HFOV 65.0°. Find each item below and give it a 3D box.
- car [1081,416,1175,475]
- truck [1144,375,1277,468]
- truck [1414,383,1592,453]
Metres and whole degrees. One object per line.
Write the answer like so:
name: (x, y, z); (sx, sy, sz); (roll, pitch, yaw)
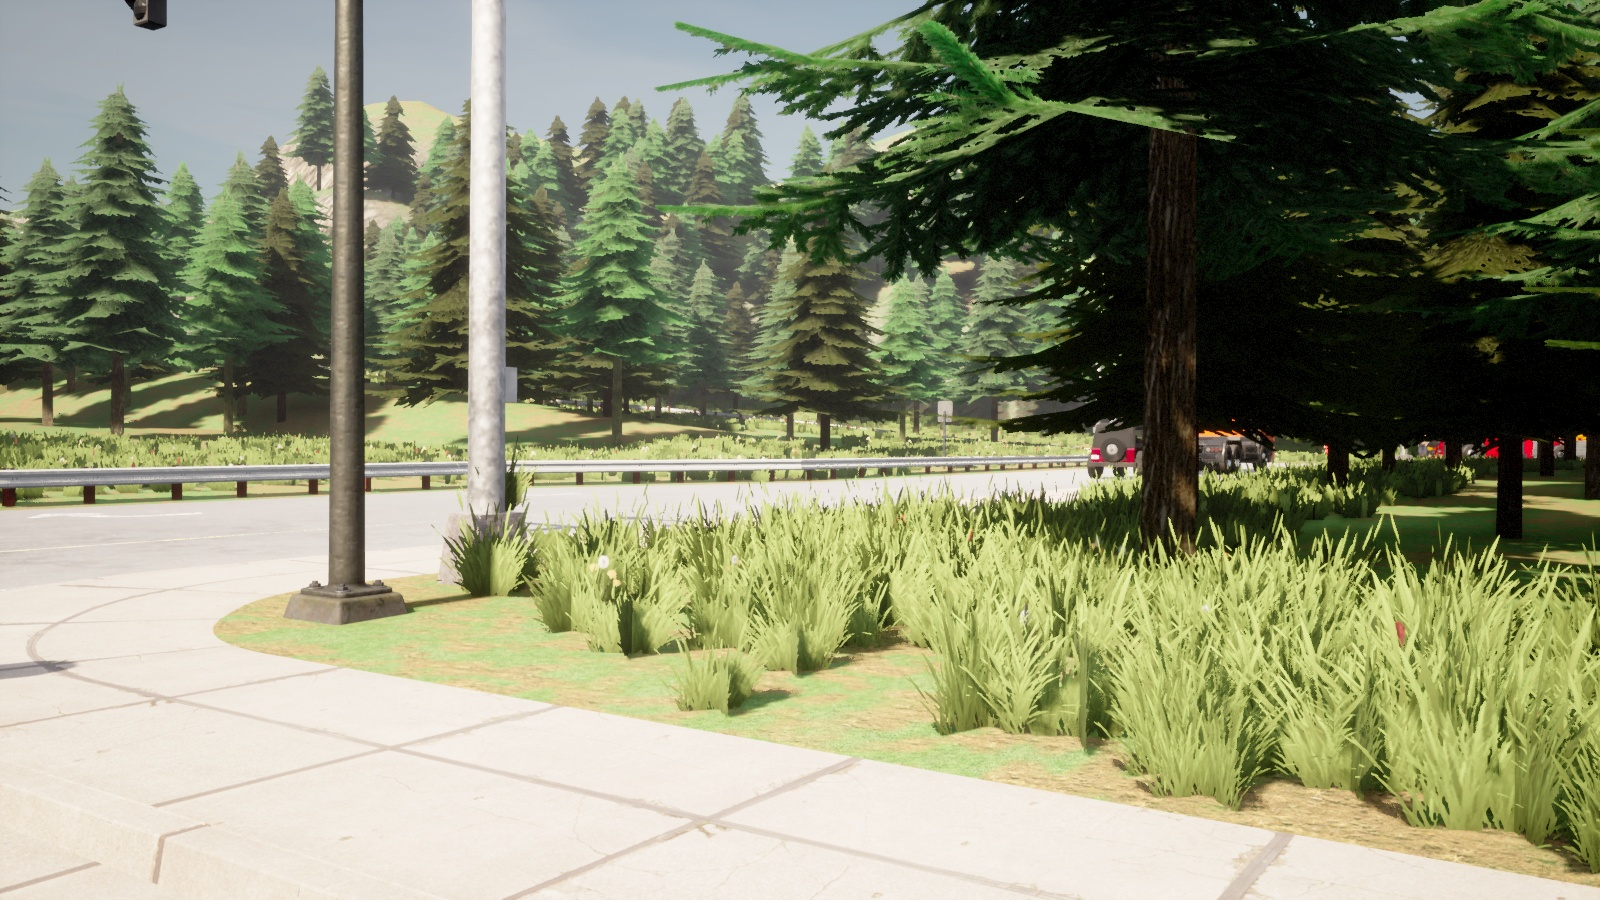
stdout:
car: (11.144, -0.181, 42.538); (1.905, 1.878, 3.866); (0, 1, 34)
truck: (16.632, -1.117, 50.478); (2.891, 3.462, 7.936); (0, 1, 35)
truck: (39.904, -1.797, 71.496); (8.468, 3.827, 2.891); (0, 1, 2)
